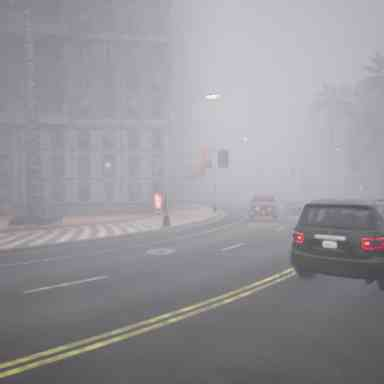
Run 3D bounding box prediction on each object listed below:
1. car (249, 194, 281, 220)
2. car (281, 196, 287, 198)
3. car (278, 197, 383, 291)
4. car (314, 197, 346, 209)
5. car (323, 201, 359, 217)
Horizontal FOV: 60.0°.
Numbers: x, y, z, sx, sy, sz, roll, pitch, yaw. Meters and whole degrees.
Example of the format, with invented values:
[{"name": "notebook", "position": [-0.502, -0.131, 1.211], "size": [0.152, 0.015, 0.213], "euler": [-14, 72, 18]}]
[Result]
[{"name": "car", "position": [6.079, 1.205, 28.039], "size": [2.150, 2.045, 5.566], "euler": [0, 0, 13]}, {"name": "car", "position": [16.223, 1.461, 59.405], "size": [1.812, 1.442, 4.674], "euler": [0, 0, -6]}, {"name": "car", "position": [4.654, 1.197, 9.185], "size": [2.150, 2.045, 5.566], "euler": [0, 0, 40]}, {"name": "car", "position": [18.833, 1.463, 45.660], "size": [1.994, 1.385, 4.181], "euler": [0, 0, -11]}, {"name": "car", "position": [13.971, 1.524, 31.496], "size": [1.895, 1.301, 4.718], "euler": [0, 0, 8]}]
